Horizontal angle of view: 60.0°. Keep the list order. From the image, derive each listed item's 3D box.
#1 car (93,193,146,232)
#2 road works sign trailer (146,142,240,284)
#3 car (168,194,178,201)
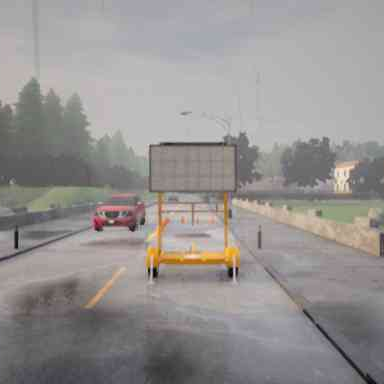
[{"bbox_3d":[-4.045,1.108,19.494,2.150,2.045,5.566,0,1,0],"label":"car"},{"bbox_3d":[0.026,0.410,9.344,2.380,3.560,2.880,0,0,0],"label":"road works sign trailer"},{"bbox_3d":[-3.819,1.157,67.601,2.033,1.411,5.357,0,0,0],"label":"car"}]
